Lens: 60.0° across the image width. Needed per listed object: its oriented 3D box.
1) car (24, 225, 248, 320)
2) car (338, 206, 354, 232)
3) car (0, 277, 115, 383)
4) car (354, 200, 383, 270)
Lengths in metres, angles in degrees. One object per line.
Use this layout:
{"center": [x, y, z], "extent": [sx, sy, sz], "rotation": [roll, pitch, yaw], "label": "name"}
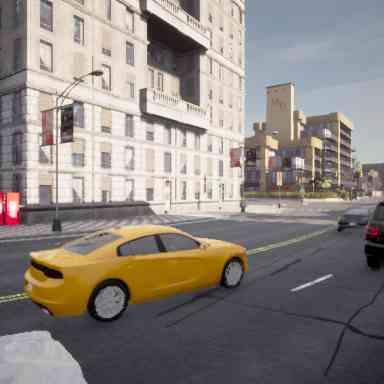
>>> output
{"center": [-0.880, 1.472, 7.310], "extent": [5.008, 1.535, 1.882], "rotation": [0, 0, -39], "label": "car"}
{"center": [9.799, 1.516, 19.251], "extent": [1.812, 1.442, 4.674], "rotation": [0, 0, 37], "label": "car"}
{"center": [-2.798, 1.598, 1.502], "extent": [4.718, 1.301, 1.895], "rotation": [0, 0, -34], "label": "car"}
{"center": [7.039, 1.217, 10.197], "extent": [2.150, 2.045, 5.566], "rotation": [0, 0, 42], "label": "car"}
